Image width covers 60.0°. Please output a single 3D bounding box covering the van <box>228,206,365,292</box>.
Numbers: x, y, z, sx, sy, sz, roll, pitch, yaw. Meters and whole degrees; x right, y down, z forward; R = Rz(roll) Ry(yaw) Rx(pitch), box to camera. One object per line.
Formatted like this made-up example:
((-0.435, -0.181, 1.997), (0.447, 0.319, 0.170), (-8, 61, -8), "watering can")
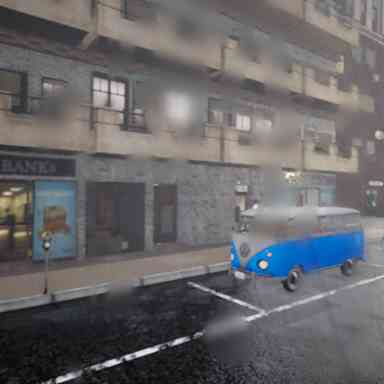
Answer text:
((2.766, 1.293, 8.522), (3.998, 1.788, 1.690), (0, 1, -36), "van")
